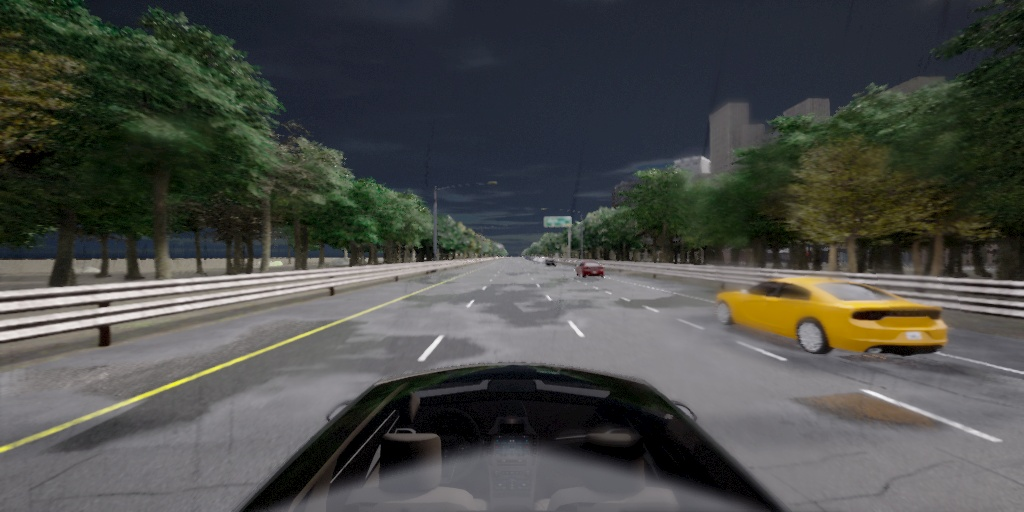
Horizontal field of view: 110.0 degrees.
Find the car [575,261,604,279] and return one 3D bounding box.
[{"bbox_3d":[7.047,1.241,32.935,1.882,1.535,5.008,0,0,0],"label":"car"}]

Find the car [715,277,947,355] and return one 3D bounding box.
[{"bbox_3d":[7.002,1.249,8.724,1.882,1.535,5.008,0,0,0],"label":"car"}]
